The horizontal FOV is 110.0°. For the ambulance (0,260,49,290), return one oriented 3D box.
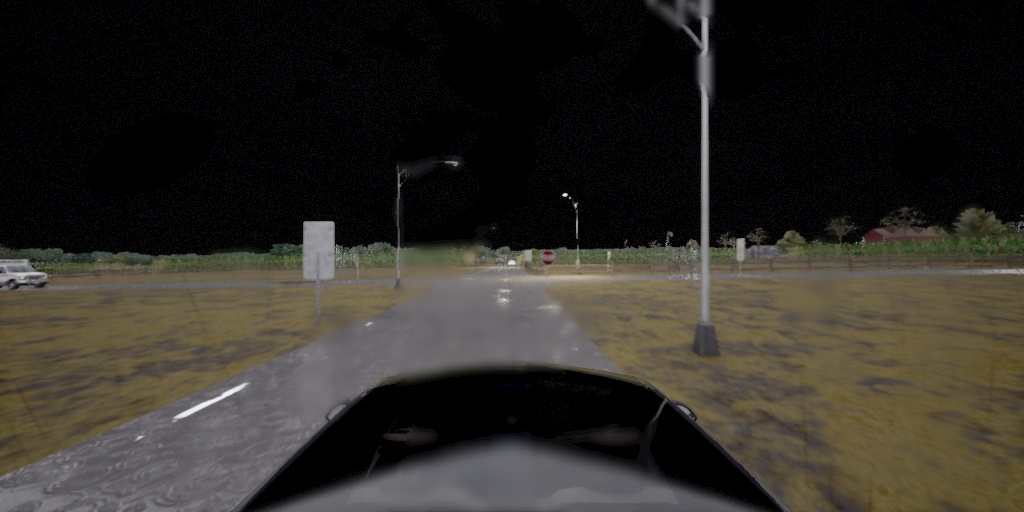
[{"bbox_3d":[-42.190,1.534,29.427,6.366,2.431,2.351,-1,0,0],"label":"ambulance"}]
